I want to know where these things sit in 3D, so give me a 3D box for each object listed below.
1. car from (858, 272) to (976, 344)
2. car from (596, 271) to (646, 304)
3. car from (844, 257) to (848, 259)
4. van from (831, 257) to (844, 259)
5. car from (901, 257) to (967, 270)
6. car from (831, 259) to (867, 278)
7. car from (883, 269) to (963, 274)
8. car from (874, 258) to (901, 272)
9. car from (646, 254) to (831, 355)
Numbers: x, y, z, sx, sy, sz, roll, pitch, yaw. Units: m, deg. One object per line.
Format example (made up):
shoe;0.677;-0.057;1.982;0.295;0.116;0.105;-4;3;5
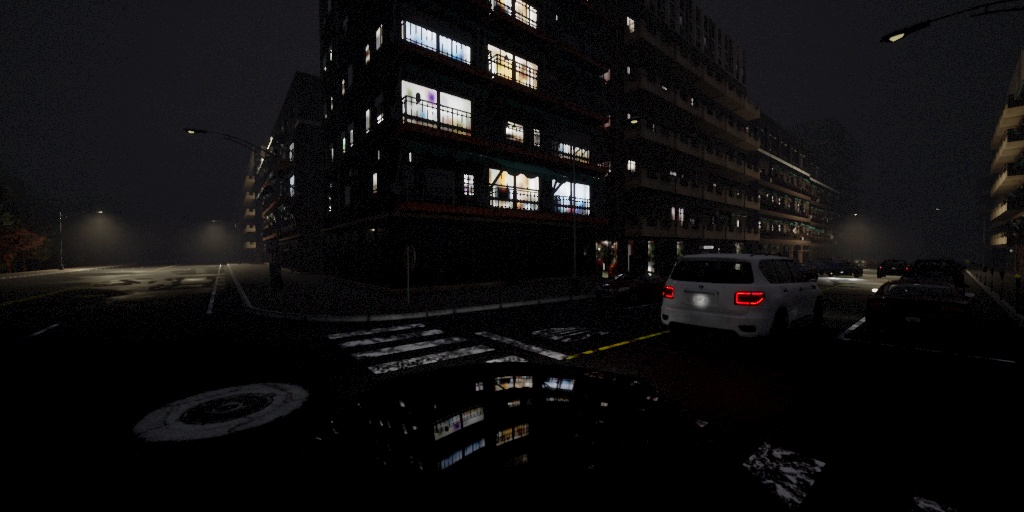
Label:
car;10.788;1.297;9.500;4.507;1.381;1.888;0;0;-39
car;5.511;1.306;15.969;4.207;1.307;1.802;0;0;-39
car;40.343;1.034;44.454;5.009;1.841;2.192;0;0;-39
van;35.974;1.060;40.851;3.998;1.789;1.690;0;0;-39
car;23.685;1.063;20.027;5.009;1.841;2.192;0;0;-39
car;31.270;1.292;33.559;4.181;1.385;1.994;0;0;-39
car;14.911;1.316;12.865;4.313;1.339;1.948;0;0;-39
car;34.645;1.090;32.336;4.553;1.767;2.097;0;0;-39
car;5.920;0.965;8.993;5.566;2.045;2.150;0;0;-39
